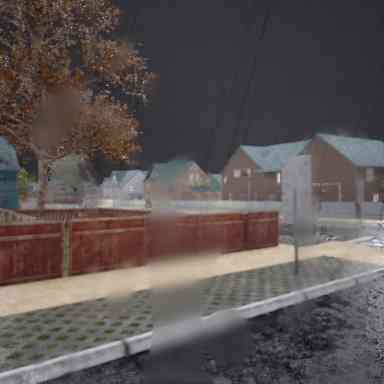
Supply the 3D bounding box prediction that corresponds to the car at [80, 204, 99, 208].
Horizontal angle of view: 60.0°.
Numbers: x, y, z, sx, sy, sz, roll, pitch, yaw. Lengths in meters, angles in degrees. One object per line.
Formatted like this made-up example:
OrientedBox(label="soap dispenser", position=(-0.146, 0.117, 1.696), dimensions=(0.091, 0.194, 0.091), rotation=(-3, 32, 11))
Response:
OrientedBox(label="car", position=(-15.341, 2.429, 49.236), dimensions=(1.895, 1.301, 4.718), rotation=(-2, 0, -36))
